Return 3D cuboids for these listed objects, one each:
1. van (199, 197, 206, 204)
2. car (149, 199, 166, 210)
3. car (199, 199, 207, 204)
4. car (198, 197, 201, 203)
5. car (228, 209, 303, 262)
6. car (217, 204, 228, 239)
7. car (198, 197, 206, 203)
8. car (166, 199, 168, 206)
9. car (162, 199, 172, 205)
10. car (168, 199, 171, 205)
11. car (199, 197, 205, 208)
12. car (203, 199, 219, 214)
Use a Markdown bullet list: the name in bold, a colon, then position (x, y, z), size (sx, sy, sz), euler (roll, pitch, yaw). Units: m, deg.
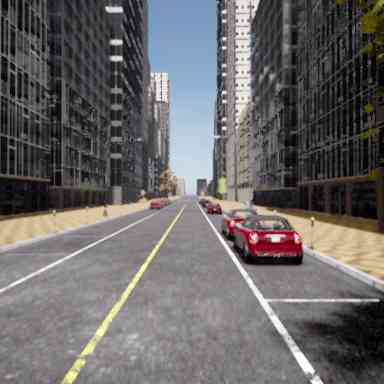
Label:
- **van**: position (2.692, 2.099, 86.610), size (1.690, 1.788, 3.998), euler (0, 0, 0)
- **car**: position (-5.689, 2.028, 52.461), size (1.887, 1.381, 4.507), euler (0, 0, 0)
- **car**: position (2.692, 2.280, 80.915), size (1.947, 1.339, 4.313), euler (0, 0, 0)
- **car**: position (2.692, 2.189, 69.531), size (1.947, 1.339, 4.313), euler (0, 0, 0)
- **car**: position (2.691, 1.562, 12.611), size (1.967, 1.590, 4.097), euler (0, -1, 0)
- **car**: position (2.691, 1.616, 18.303), size (1.967, 1.590, 4.097), euler (0, -1, 0)
- **car**: position (2.692, 2.242, 92.300), size (1.967, 1.590, 4.097), euler (0, 0, 0)
- **car**: position (-5.689, 2.113, 58.154), size (1.802, 1.307, 4.206), euler (0, 0, 0)
- **car**: position (-5.689, 2.236, 75.231), size (1.947, 1.339, 4.313), euler (0, 0, 0)
- **car**: position (-5.689, 2.169, 69.539), size (1.887, 1.381, 4.507), euler (0, 0, 0)
- **car**: position (2.692, 2.096, 58.147), size (1.947, 1.339, 4.313), euler (0, 0, 0)
- **car**: position (2.692, 1.929, 41.071), size (1.887, 1.381, 4.507), euler (0, 0, 0)
